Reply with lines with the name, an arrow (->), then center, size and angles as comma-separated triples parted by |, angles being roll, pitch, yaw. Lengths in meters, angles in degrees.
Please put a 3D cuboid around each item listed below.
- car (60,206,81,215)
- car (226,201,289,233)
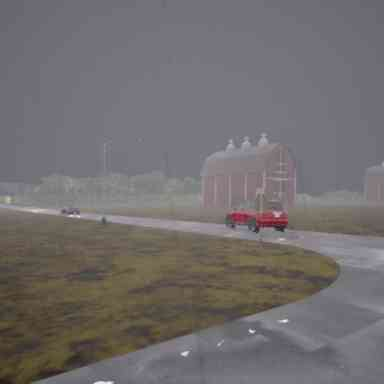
car -> -18.429, 2.746, 50.144 | 2.033, 1.411, 5.357 | 1, -2, -36
car -> 4.269, 1.634, 22.581 | 2.150, 2.045, 5.566 | 2, -2, -19
